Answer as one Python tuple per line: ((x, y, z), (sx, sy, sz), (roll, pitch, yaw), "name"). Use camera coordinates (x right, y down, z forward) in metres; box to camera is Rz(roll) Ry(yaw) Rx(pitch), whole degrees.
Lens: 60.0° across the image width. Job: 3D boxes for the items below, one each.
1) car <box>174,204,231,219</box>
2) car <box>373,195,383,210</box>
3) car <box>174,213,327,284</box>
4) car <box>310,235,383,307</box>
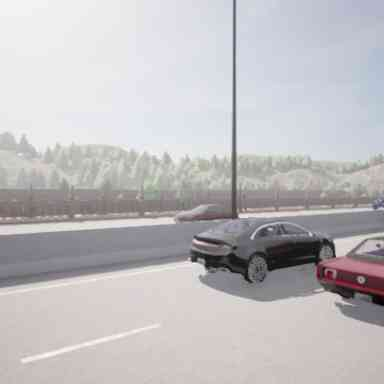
((1.003, 1.549, 21.891), (4.674, 1.442, 1.812), (0, 0, -36), "car")
((26.297, 1.341, 44.150), (5.566, 2.045, 2.150), (1, 0, -35), "car")
((2.204, 1.502, 9.620), (4.902, 1.511, 2.128), (0, 0, -36), "car")
((4.870, 1.612, 7.223), (4.718, 1.301, 1.895), (0, 0, -36), "car")
